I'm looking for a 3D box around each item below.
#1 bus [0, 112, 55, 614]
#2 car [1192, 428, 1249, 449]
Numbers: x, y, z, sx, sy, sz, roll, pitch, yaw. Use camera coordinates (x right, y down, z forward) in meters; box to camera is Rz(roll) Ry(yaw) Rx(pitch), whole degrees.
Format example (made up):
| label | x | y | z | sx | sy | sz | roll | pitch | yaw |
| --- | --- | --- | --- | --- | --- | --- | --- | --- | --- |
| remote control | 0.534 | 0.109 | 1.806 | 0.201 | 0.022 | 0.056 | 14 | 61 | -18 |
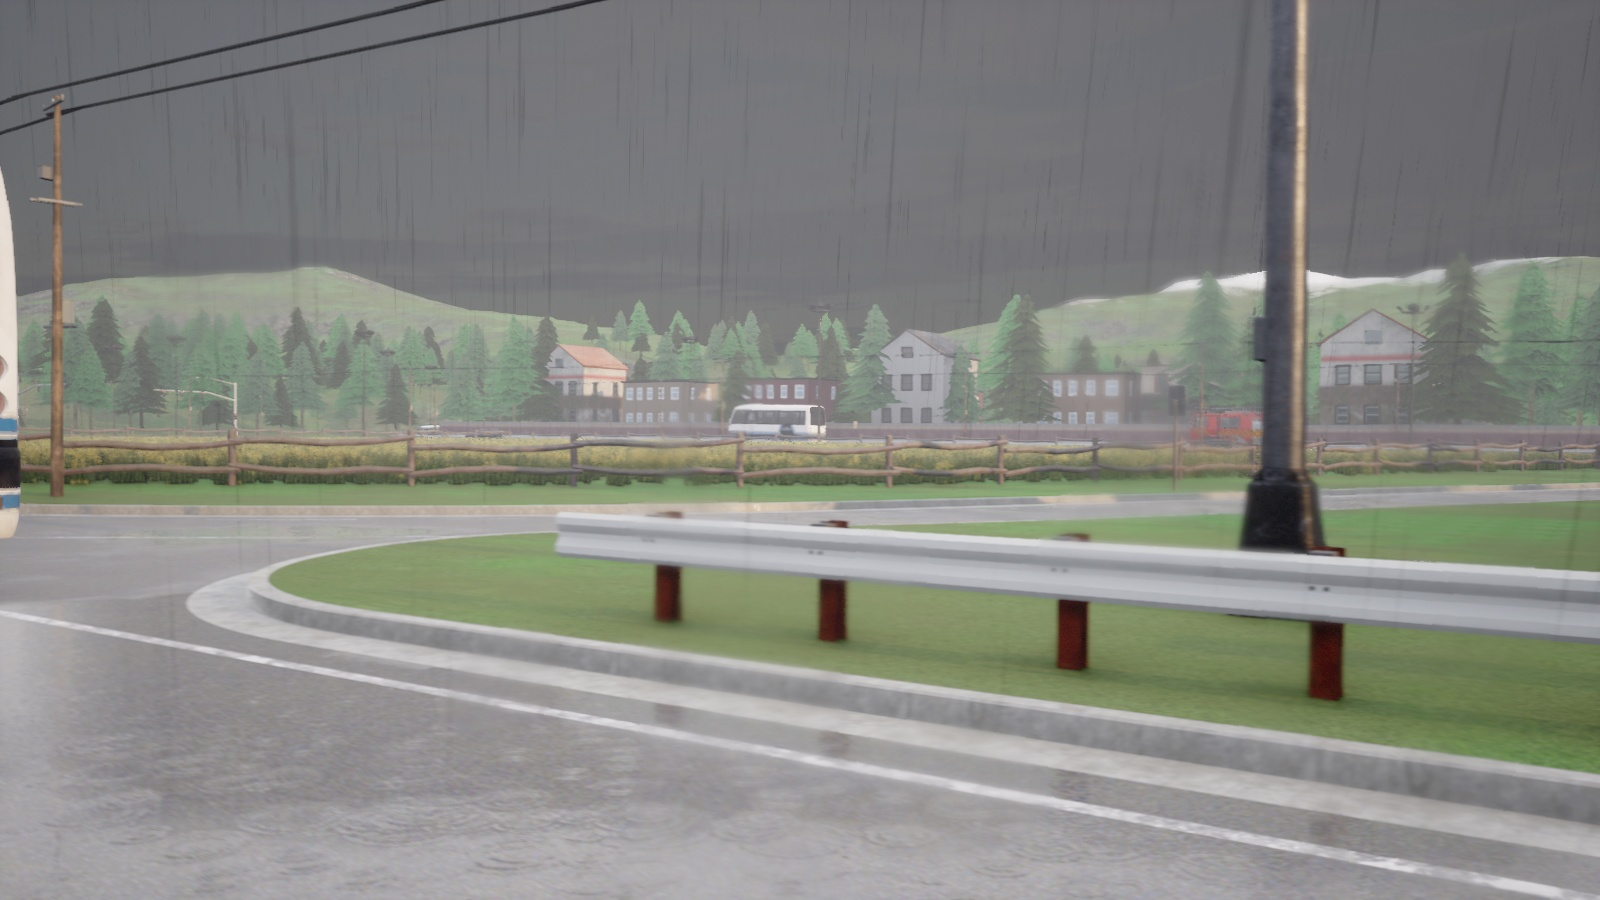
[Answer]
| label | x | y | z | sx | sy | sz | roll | pitch | yaw |
| --- | --- | --- | --- | --- | --- | --- | --- | --- | --- |
| bus | -11.980 | -0.696 | 11.903 | 10.273 | 4.253 | 3.944 | 0 | 1 | 31 |
| car | 31.558 | -0.857 | 94.191 | 3.705 | 1.549 | 1.789 | 0 | 1 | 34 |
